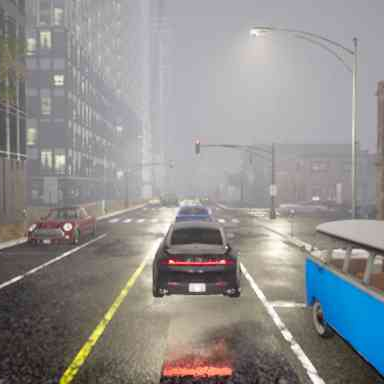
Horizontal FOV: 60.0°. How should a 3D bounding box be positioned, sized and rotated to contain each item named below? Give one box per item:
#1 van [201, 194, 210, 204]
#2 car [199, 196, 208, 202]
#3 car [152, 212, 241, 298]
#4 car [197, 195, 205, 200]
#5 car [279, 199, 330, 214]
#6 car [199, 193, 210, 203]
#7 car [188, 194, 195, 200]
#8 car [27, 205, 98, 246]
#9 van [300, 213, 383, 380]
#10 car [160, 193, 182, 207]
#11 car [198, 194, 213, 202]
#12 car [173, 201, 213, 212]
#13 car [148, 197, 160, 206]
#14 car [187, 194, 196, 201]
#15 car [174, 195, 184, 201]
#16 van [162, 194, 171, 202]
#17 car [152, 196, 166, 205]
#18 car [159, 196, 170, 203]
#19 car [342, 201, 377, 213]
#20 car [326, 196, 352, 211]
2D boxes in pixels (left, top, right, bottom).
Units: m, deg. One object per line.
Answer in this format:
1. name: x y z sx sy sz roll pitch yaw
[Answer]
1. van: 2.593 1.272 64.277 1.690 1.788 3.998 -1 0 0
2. car: 2.583 1.501 75.565 1.802 1.307 4.206 -1 0 0
3. car: 0.087 1.495 8.494 1.837 1.490 4.892 0 0 0
4. car: 2.562 1.454 92.498 2.008 1.369 4.403 -1 0 0
5. car: 11.829 1.664 35.780 4.718 1.301 1.895 1 1 0
6. car: 2.586 1.240 69.921 2.192 1.841 5.009 -1 0 0
7. car: -0.114 1.366 89.973 2.033 1.411 5.357 0 0 0
8. car: -5.723 1.423 15.086 1.967 1.590 4.097 -1 0 0
9. van: 2.669 1.337 4.013 1.690 1.788 3.998 -1 0 0
10. car: -3.164 1.166 51.213 2.150 2.045 5.566 0 0 1
11. car: 2.602 1.376 58.633 1.967 1.590 4.097 -1 0 0
12. car: 0.068 1.457 17.982 1.882 1.535 5.008 0 0 0
13. car: -5.907 1.467 52.863 1.752 1.417 4.829 -1 0 0
14. car: -0.101 1.414 79.560 1.837 1.490 4.892 0 0 0
15. car: -3.101 1.438 79.657 2.128 1.511 4.902 0 0 0
16. van: -5.768 1.260 75.610 1.690 1.788 3.998 -1 0 0
17. car: -5.743 1.502 58.677 1.947 1.339 4.313 -1 0 0
18. car: -5.757 1.491 69.966 1.947 1.339 4.313 -1 0 0
19. car: 16.379 1.768 29.985 4.313 1.339 1.947 1 0 1
20. car: 16.477 1.379 38.362 5.009 1.841 2.192 1 0 1
